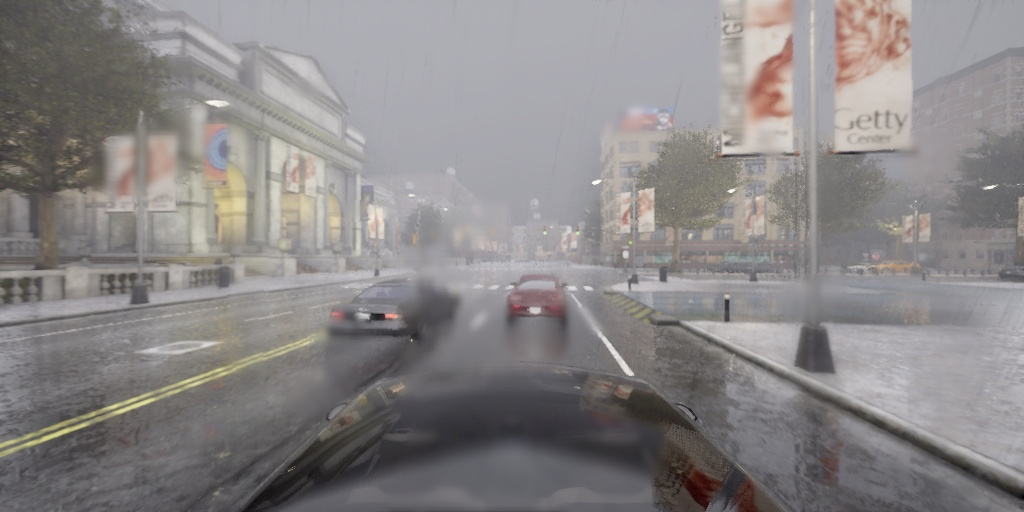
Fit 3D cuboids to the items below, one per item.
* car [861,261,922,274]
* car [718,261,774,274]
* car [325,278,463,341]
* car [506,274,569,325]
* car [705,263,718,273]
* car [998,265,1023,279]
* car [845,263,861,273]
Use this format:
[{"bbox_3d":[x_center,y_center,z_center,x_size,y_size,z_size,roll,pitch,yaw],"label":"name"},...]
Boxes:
[{"bbox_3d":[45.287,1.391,42.571,5.008,1.535,1.882,0,0,5],"label":"car"},{"bbox_3d":[29.036,1.507,44.163,5.357,1.411,2.033,0,0,5],"label":"car"},{"bbox_3d":[-2.833,1.317,9.949,2.033,1.411,5.357,0,0,6],"label":"car"},{"bbox_3d":[0.885,1.311,11.976,1.812,1.442,4.674,0,0,6],"label":"car"},{"bbox_3d":[28.326,1.460,47.733,4.902,1.511,2.128,0,0,5],"label":"car"},{"bbox_3d":[49.530,1.542,34.145,4.181,1.385,1.994,0,0,5],"label":"car"},{"bbox_3d":[45.608,1.575,46.055,4.674,1.442,1.812,0,0,5],"label":"car"}]
